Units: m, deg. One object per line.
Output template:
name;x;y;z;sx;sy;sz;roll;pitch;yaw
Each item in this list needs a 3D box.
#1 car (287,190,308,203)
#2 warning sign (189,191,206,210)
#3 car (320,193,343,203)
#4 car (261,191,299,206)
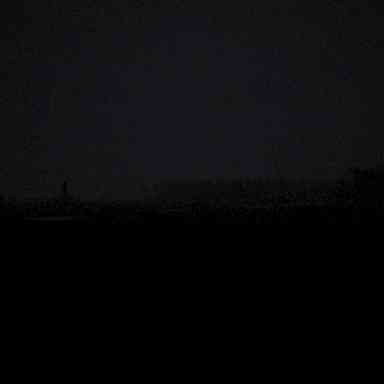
car;14.867;0.725;49.595;5.566;2.045;2.150;-1;-1;-35
warning sign;0.575;0.843;33.283;1.060;1.860;1.300;-1;-1;-35
car;21.388;0.876;50.774;4.674;1.442;1.812;-1;-1;-35
car;11.321;1.016;43.723;5.008;1.535;1.882;-1;0;-34
